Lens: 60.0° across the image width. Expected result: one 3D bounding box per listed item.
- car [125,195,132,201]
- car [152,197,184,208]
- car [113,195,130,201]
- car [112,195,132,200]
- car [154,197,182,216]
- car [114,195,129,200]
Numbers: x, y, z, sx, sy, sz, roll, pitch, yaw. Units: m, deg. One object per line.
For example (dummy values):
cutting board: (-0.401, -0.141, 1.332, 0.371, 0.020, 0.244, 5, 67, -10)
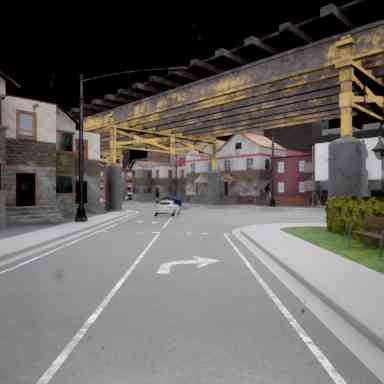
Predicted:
car: (-16.954, 1.452, 80.078, 4.974, 1.542, 2.038, 0, 0, -15)
car: (-3.653, 1.477, 49.429, 1.882, 1.535, 5.008, 0, 0, -45)
car: (-17.637, 1.452, 83.746, 2.038, 1.542, 4.974, 0, 0, 15)
car: (-16.904, 1.295, 80.091, 4.536, 1.218, 1.853, 0, 0, -15)
car: (-2.332, 1.525, 32.167, 1.812, 1.442, 4.674, 0, 0, 7)
car: (-17.624, 1.295, 83.796, 1.853, 1.218, 4.536, 0, 0, 15)
